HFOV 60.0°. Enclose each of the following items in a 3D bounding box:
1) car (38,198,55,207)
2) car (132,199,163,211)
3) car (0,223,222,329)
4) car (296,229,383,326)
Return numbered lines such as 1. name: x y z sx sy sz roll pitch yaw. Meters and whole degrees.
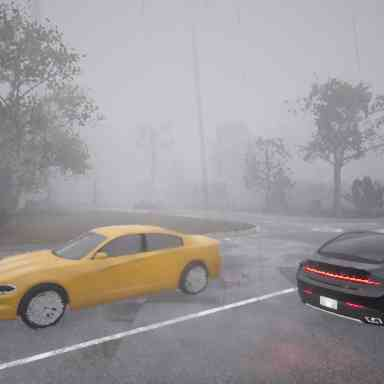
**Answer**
1. car: -25.629 1.769 57.019 5.008 1.535 1.882 -1 0 32
2. car: -5.576 1.583 41.578 4.674 1.442 1.812 0 0 44
3. car: -1.623 1.477 7.123 5.008 1.535 1.882 0 0 -35
4. car: 4.144 1.505 6.671 4.892 1.490 1.837 0 0 -35
